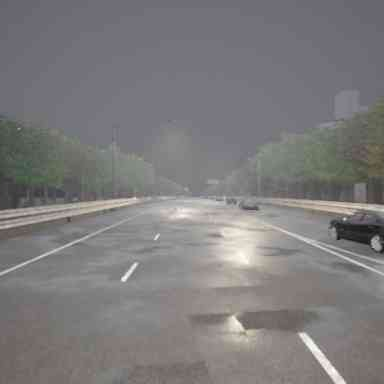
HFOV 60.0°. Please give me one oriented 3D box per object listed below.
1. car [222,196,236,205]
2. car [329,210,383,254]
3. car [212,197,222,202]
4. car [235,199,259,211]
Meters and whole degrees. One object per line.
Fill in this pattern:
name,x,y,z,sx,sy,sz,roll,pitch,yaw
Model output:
car,7.055,1.579,60.523,1.837,1.490,4.892,0,0,0
car,7.566,1.491,13.741,1.882,1.535,5.008,0,0,-6
car,7.199,1.895,88.368,1.994,1.385,4.181,0,-1,0
car,6.969,1.581,41.276,1.994,1.385,4.181,0,0,0
